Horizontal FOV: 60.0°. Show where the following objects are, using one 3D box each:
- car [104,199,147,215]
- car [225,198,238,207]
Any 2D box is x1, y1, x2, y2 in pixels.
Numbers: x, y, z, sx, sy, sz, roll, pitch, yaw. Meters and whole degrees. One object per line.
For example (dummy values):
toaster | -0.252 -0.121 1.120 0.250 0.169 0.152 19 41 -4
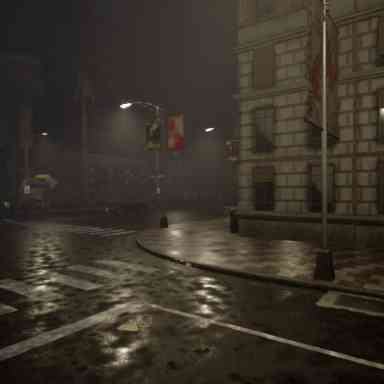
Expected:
car | -6.624 1.491 33.495 2.128 1.511 4.902 0 0 36
car | 7.476 1.547 51.466 5.357 1.411 2.033 0 0 -44
